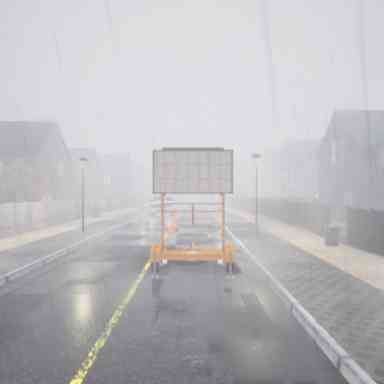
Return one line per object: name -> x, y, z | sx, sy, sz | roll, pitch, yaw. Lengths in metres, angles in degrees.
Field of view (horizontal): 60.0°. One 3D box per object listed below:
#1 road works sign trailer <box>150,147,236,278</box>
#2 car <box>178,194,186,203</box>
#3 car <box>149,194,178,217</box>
road works sign trailer -> 0.027, 0.461, 10.070 | 2.380, 3.560, 2.880 | 0, 0, 1
car -> -2.591, 1.492, 73.384 | 2.150, 2.045, 5.566 | 0, 0, 0
car -> -2.780, 1.254, 32.227 | 2.150, 2.045, 5.566 | 0, 0, 0
